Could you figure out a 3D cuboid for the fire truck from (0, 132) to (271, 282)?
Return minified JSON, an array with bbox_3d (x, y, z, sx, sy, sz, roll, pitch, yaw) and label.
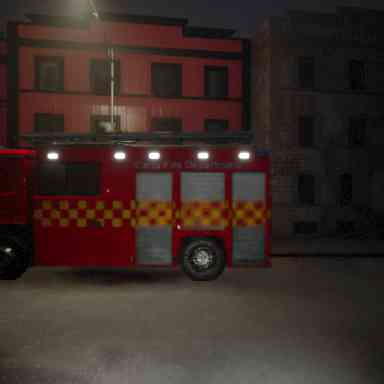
[{"bbox_3d":[-2.134,0.342,9.639,8.468,3.827,2.891,0,0,1],"label":"fire truck"}]
